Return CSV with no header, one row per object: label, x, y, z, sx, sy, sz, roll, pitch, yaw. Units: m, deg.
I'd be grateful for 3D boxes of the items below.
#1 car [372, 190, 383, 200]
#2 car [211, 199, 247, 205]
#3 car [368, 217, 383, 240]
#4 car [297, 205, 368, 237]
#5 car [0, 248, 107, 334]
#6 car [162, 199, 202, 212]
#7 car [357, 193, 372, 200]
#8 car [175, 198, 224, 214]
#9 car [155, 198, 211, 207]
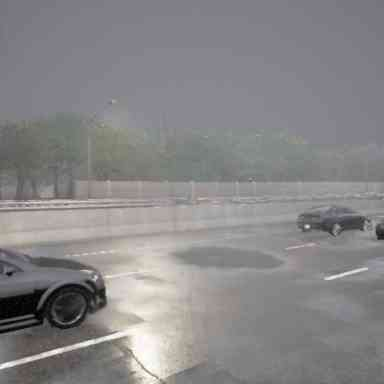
car,34.383,0.642,58.052,5.566,2.045,2.150,-2,1,-35
car,3.267,1.405,32.063,4.902,1.511,2.128,0,0,-35
car,10.330,1.496,15.384,4.181,1.385,1.994,0,0,-35
car,7.656,1.439,17.779,4.892,1.490,1.837,0,0,-35
car,-3.588,1.562,5.486,4.181,1.385,1.994,0,0,-36
car,-1.118,1.478,37.534,4.181,1.385,1.994,0,0,-35
car,32.410,0.956,60.940,5.357,1.411,2.033,-2,1,-35
car,0.807,1.392,34.611,5.008,1.535,1.882,0,0,-35
car,-1.223,1.297,24.595,4.553,1.767,2.097,0,0,-35
